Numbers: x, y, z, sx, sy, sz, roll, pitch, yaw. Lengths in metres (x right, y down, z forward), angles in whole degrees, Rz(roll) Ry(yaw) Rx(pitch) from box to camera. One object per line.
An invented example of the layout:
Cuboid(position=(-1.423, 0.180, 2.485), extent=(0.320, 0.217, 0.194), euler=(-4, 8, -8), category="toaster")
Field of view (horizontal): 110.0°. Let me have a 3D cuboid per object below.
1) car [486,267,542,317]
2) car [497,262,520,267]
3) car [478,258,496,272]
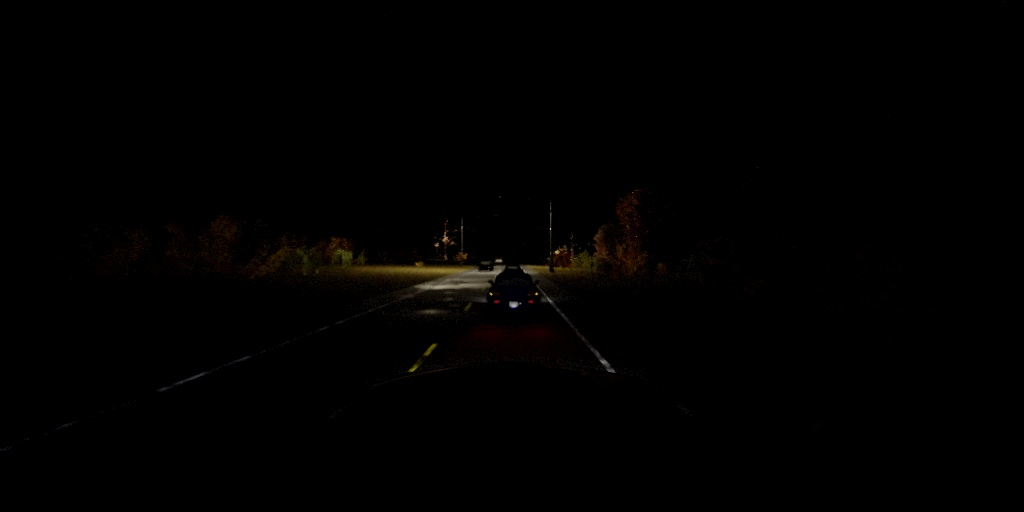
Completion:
Cuboid(position=(0.065, 1.310, 13.260), extent=(1.812, 1.442, 4.674), euler=(0, 0, 0), category="car")
Cuboid(position=(0.058, 1.395, 28.372), extent=(1.994, 1.385, 4.181), euler=(0, 0, 0), category="car")
Cuboid(position=(-3.610, 1.382, 49.368), extent=(1.882, 1.535, 5.008), euler=(0, 0, 0), category="car")
